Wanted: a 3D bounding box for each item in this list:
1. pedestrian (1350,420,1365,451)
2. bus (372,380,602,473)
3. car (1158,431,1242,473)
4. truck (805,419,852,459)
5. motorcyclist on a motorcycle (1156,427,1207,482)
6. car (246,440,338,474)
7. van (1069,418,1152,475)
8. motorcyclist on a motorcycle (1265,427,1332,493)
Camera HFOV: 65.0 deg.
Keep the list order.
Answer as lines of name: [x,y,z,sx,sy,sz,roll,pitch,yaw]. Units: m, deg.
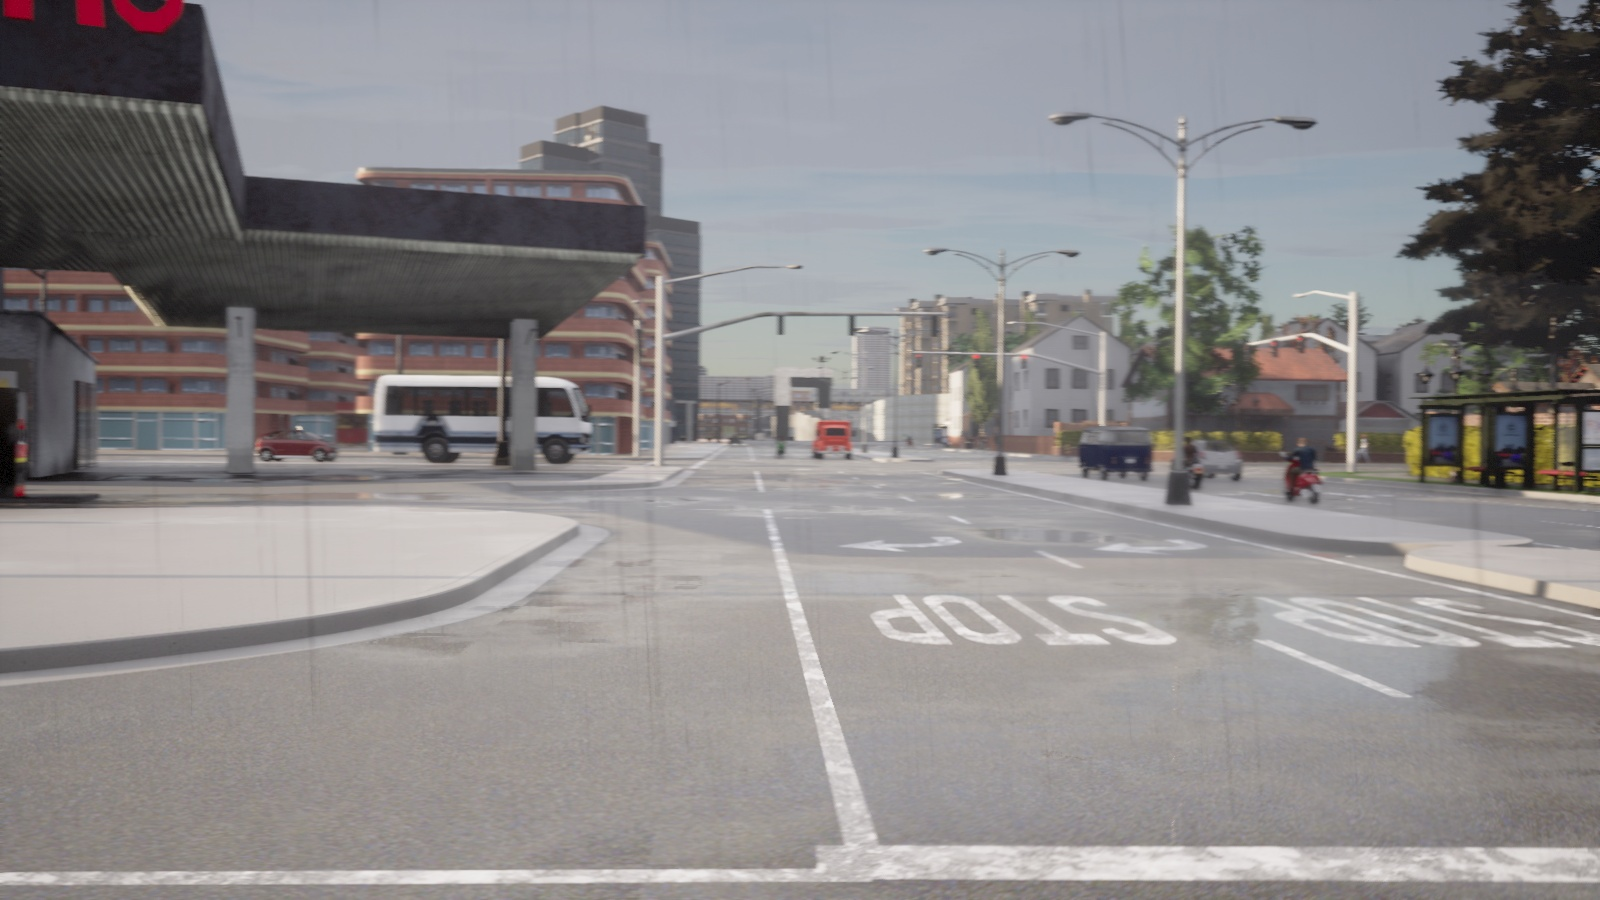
pedestrian: [33.547,-0.861,75.555,0.706,1.836,0.354,-1,1,-4]
bus: [-15.003,-1.143,61.081,10.273,4.253,3.944,-1,1,-4]
car: [14.988,0.057,47.195,1.845,1.501,3.633,-1,1,-3]
truck: [1.804,-0.707,81.711,2.627,2.467,5.204,-1,1,-3]
motorcyclist on a motorcycle: [11.872,0.129,39.146,0.766,1.649,2.350,-1,1,-3]
car: [-24.418,0.332,60.489,3.705,1.549,1.789,-1,1,-4]
van: [11.500,-0.157,46.804,1.775,1.987,4.442,-1,1,-3]
motorcyclist on a motorcycle: [12.266,0.228,30.968,0.866,1.590,1.817,-1,1,-3]
